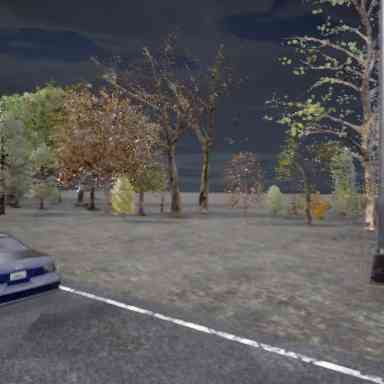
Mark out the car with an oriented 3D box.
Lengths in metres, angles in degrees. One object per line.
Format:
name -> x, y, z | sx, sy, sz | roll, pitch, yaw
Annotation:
car -> -5.110, 1.504, 7.329 | 5.357, 1.411, 2.033 | 1, 1, 35
